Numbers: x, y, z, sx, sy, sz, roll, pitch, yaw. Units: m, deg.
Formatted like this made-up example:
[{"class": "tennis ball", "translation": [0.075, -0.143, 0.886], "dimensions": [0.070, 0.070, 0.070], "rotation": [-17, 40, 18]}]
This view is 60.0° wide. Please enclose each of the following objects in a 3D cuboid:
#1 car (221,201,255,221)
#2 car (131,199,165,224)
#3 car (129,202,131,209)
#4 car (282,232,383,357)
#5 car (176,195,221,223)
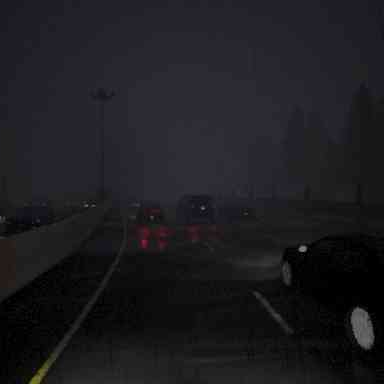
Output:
[{"class": "car", "translation": [3.494, 1.466, 27.068], "dimensions": [1.882, 1.535, 5.008], "rotation": [0, 0, -12]}, {"class": "car", "translation": [-3.155, 1.498, 24.649], "dimensions": [2.128, 1.511, 4.902], "rotation": [0, 0, -12]}, {"class": "car", "translation": [-6.926, 1.563, 42.318], "dimensions": [2.033, 1.411, 5.357], "rotation": [0, 0, -12]}, {"class": "car", "translation": [3.203, 1.469, 6.088], "dimensions": [1.882, 1.535, 5.008], "rotation": [0, 0, -4]}, {"class": "car", "translation": [0.205, 1.219, 25.780], "dimensions": [2.150, 2.045, 5.566], "rotation": [0, 0, -12]}]
